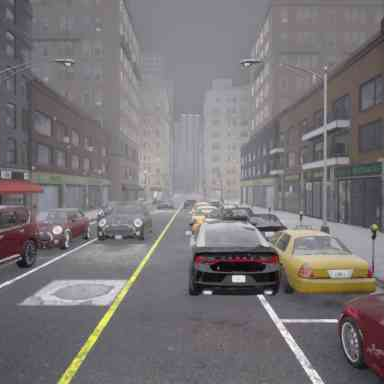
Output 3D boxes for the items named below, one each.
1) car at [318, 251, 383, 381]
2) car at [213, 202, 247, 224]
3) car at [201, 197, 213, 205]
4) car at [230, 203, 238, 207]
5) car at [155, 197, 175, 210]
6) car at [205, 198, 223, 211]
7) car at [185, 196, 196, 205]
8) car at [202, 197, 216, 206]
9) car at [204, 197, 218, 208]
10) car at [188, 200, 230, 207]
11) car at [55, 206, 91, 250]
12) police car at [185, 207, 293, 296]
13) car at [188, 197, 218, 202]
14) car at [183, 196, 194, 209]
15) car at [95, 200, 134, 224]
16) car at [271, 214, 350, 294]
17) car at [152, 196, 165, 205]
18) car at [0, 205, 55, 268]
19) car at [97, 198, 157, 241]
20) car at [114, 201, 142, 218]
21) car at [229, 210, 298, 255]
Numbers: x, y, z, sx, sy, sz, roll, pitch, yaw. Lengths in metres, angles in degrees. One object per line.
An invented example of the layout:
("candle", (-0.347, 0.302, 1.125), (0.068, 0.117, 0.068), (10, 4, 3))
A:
("car", (2.848, 1.581, 2.905), (1.802, 1.307, 4.206), (-1, 0, 0))
("car", (2.759, 1.540, 25.249), (2.008, 1.369, 4.403), (-1, 0, 0))
("car", (2.626, 1.542, 58.764), (1.802, 1.307, 4.206), (-1, 0, 0))
("car", (2.781, 1.558, 19.663), (1.947, 1.339, 4.313), (-1, 0, 0))
("car", (-3.179, 1.542, 41.219), (1.994, 1.385, 4.181), (0, 0, 0))
("car", (2.692, 1.529, 42.006), (2.008, 1.369, 4.403), (-1, 0, 0))
("car", (-0.246, 1.437, 59.355), (1.882, 1.535, 5.008), (0, 0, 0))
("car", (2.648, 1.532, 53.178), (1.947, 1.339, 4.313), (-1, 0, 0))
("car", (2.669, 1.497, 47.762), (1.752, 1.417, 4.829), (-1, 0, 0))
("car", (0.824, 1.448, 18.900), (1.801, 1.575, 5.366), (0, 0, 0))
("car", (-5.733, 1.435, 14.041), (1.967, 1.590, 4.097), (-1, 0, 0))
("police car", (0.866, 1.422, 8.820), (1.930, 1.638, 5.238), (0, 0, 0))
("car", (0.798, 1.445, 24.901), (1.801, 1.575, 5.366), (0, 0, 0))
("car", (-0.176, 1.479, 45.612), (1.837, 1.490, 4.892), (0, 0, 0))
("car", (-5.780, 1.430, 25.212), (1.967, 1.590, 4.097), (-1, 0, 0))
("car", (2.824, 1.522, 8.661), (1.752, 1.417, 4.829), (-1, 0, 0))
("car", (-5.919, 1.505, 58.727), (1.887, 1.381, 4.507), (-1, 0, 0))
("car", (-5.711, 1.312, 8.456), (2.192, 1.841, 5.009), (-1, 0, 0))
("car", (-3.165, 1.346, 16.528), (2.097, 1.767, 4.553), (0, 0, 0))
("car", (-5.802, 1.568, 30.798), (1.802, 1.307, 4.206), (-1, 0, 0))
("car", (2.803, 1.561, 14.077), (1.947, 1.339, 4.313), (-1, 0, 0))
